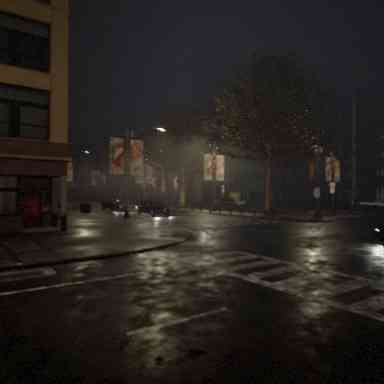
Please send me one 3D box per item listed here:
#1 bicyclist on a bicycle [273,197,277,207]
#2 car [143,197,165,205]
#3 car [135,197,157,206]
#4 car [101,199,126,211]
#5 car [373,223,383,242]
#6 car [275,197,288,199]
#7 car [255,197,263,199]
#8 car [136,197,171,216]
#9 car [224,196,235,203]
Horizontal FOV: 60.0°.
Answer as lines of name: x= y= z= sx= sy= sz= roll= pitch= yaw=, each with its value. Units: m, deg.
bicyclist on a bicycle: x=12.370 y=1.544 z=50.355 sx=1.656 sy=1.620 sz=0.582 roll=0 pitch=0 yaw=-36
car: x=-7.434 y=1.672 z=64.620 sx=1.882 sy=1.535 sz=5.008 roll=0 pitch=0 yaw=-36
car: x=-8.308 y=1.677 z=59.665 sx=1.837 sy=1.490 sz=4.892 roll=0 pitch=0 yaw=-36
car: x=-9.951 y=1.592 z=42.097 sx=2.128 sy=1.511 sz=4.902 roll=0 pitch=0 yaw=-36
car: x=10.876 y=1.658 z=16.009 sx=5.357 sy=1.411 sz=2.033 roll=1 pitch=0 yaw=-35
car: x=18.186 y=1.660 z=68.964 sx=2.002 sy=1.452 sz=4.674 roll=0 pitch=0 yaw=-36
car: x=17.386 y=1.849 z=82.898 sx=1.895 sy=1.301 sz=4.718 roll=0 pitch=0 yaw=-36
car: x=-3.980 y=1.605 z=33.723 sx=1.837 sy=1.490 sz=4.892 roll=0 pitch=0 yaw=-36
car: x=7.723 y=1.727 z=76.466 sx=2.161 sy=1.482 sz=4.786 roll=0 pitch=0 yaw=-36
